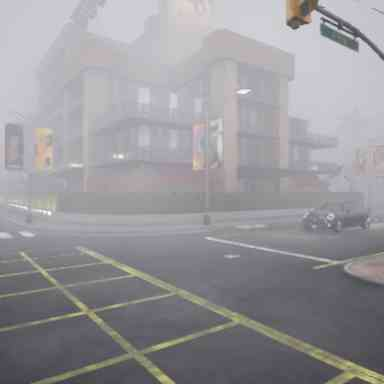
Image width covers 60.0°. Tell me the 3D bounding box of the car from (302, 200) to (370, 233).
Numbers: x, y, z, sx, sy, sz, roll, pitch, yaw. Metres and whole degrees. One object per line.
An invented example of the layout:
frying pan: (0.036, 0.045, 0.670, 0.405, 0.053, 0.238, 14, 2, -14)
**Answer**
car: (8.699, 1.364, 20.003, 4.553, 1.767, 2.097, 0, 0, -35)
